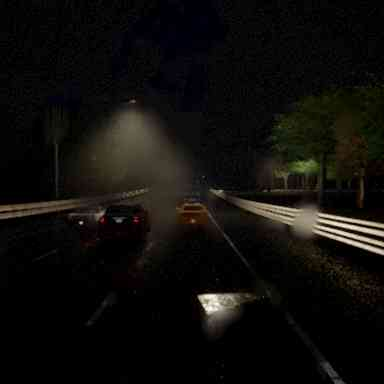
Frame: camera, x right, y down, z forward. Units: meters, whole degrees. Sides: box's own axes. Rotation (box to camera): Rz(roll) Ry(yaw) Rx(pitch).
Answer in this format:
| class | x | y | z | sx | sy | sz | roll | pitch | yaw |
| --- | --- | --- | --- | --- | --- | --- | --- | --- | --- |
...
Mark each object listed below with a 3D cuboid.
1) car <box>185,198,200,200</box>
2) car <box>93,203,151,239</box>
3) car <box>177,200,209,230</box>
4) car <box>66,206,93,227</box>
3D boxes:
| class | x | y | z | sx | sy | sz | roll | pitch | yaw |
| --- | --- | --- | --- | --- | --- | --- | --- | --- | --- |
| car | 0.038 | 1.366 | 40.227 | 1.994 | 1.385 | 4.181 | 0 | 1 | 0 |
| car | -3.427 | 1.383 | 17.709 | 2.097 | 1.767 | 4.553 | 0 | 0 | 0 |
| car | 0.066 | 1.507 | 21.501 | 1.882 | 1.535 | 5.008 | 0 | 0 | 0 |
| car | -6.936 | 1.627 | 23.001 | 1.895 | 1.301 | 4.718 | 0 | 0 | 0 |
